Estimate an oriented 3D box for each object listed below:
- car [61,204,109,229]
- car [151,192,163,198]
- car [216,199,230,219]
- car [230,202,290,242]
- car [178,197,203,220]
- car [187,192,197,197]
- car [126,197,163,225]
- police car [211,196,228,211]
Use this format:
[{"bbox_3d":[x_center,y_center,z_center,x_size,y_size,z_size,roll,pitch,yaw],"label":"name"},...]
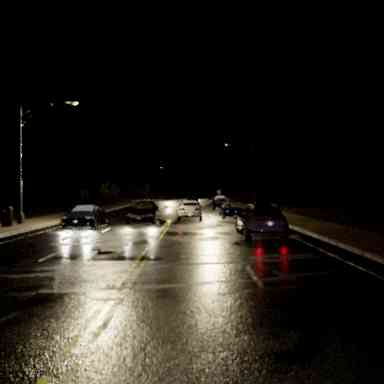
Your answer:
[{"bbox_3d":[-6.595,1.474,20.819,1.994,1.385,4.181,0,0,0],"label":"car"},{"bbox_3d":[-6.484,0.698,61.343,2.097,1.767,4.553,0,0,0],"label":"car"},{"bbox_3d":[3.258,1.483,27.139,1.895,1.301,4.718,0,0,0],"label":"car"},{"bbox_3d":[3.255,1.362,16.108,2.033,1.649,4.856,0,0,0],"label":"car"},{"bbox_3d":[-0.115,1.410,26.621,1.812,1.442,4.674,0,0,1],"label":"car"},{"bbox_3d":[0.098,1.222,57.853,1.882,1.535,5.008,0,0,0],"label":"car"},{"bbox_3d":[-3.345,1.376,23.464,1.882,1.535,5.008,0,0,0],"label":"car"},{"bbox_3d":[3.260,1.258,38.218,1.930,1.638,5.238,0,0,0],"label":"police car"}]
